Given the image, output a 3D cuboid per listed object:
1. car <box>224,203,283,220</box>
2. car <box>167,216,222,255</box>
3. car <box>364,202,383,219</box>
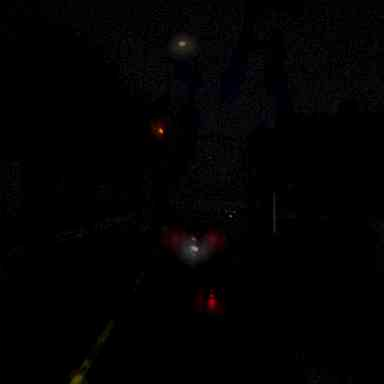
[{"bbox_3d":[5.140,1.595,27.397,4.718,1.301,1.895,-1,-1,-24],"label":"car"},{"bbox_3d":[0.086,1.621,13.312,1.895,1.301,4.718,0,0,0],"label":"car"},{"bbox_3d":[15.476,1.419,25.335,4.403,1.369,2.008,0,0,0],"label":"car"}]
